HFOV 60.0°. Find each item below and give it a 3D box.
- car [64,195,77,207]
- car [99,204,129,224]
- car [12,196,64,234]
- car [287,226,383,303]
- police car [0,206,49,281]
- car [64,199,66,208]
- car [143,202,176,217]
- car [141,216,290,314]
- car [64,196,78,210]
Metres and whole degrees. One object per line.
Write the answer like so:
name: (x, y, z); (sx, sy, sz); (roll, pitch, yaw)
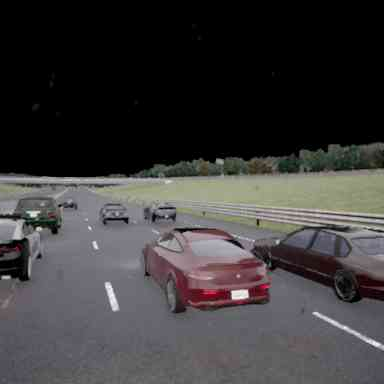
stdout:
car: (-20.693, 1.501, 56.651); (2.097, 1.767, 4.553); (0, 0, -19)
car: (-6.010, 1.604, 25.398); (2.033, 1.411, 5.357); (0, 0, -19)
car: (-8.749, 1.261, 19.062); (2.150, 2.045, 5.566); (0, 0, -19)
car: (3.523, 1.565, 8.347); (2.033, 1.411, 5.357); (0, 0, -19)
police car: (-5.535, 1.440, 9.667); (1.930, 1.638, 5.238); (0, 0, -19)
car: (-10.692, 1.532, 24.712); (1.882, 1.535, 5.008); (0, 0, -19)
car: (-2.610, 1.552, 26.265); (2.128, 1.511, 4.902); (0, 0, -19)
car: (0.057, 1.540, 7.696); (1.812, 1.442, 4.674); (0, 0, -19)
car: (-16.564, 1.479, 44.943); (2.097, 1.767, 4.553); (0, 0, -19)
